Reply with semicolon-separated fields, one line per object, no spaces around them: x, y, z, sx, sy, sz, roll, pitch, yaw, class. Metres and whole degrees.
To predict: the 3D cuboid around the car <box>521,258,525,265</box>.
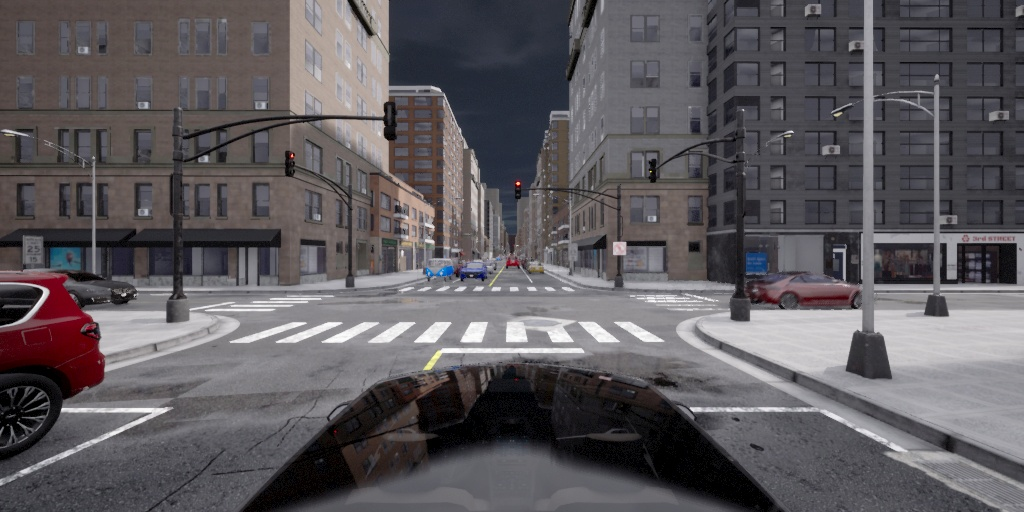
2.702;1.309;51.530;1.948;1.339;4.313;0;0;0;car

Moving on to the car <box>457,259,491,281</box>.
-3.081;1.225;29.707;1.882;1.535;5.008;0;0;0;car

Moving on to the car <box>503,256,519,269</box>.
0.139;0.966;58.581;2.150;2.045;5.566;0;0;0;car

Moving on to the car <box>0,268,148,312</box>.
-17.567;1.264;13.906;4.892;1.490;1.837;0;0;-2;car

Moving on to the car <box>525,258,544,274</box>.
2.694;1.271;40.511;1.751;1.417;4.829;0;0;0;car

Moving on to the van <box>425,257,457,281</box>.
-5.839;1.088;29.131;1.690;1.789;3.998;0;0;0;van

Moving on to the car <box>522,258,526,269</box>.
2.698;1.295;45.935;2.007;1.370;4.403;0;0;0;car

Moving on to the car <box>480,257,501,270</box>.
-3.055;1.235;49.635;2.128;1.511;4.902;0;0;0;car

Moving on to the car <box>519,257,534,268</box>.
2.706;1.057;57.124;2.192;1.841;5.009;0;0;0;car

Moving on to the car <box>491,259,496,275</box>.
-3.073;1.347;39.641;1.895;1.301;4.718;0;0;0;car

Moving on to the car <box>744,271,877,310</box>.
11.545;1.307;14.079;4.181;1.385;1.994;0;0;0;car

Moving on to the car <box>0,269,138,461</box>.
-5.857;1.065;2.183;2.192;1.841;5.009;0;0;0;car

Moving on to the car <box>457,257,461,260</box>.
-5.836;1.061;34.727;2.192;1.841;5.009;0;0;0;car
